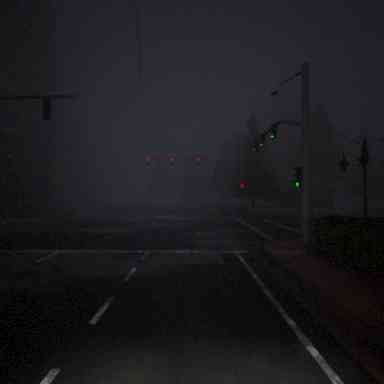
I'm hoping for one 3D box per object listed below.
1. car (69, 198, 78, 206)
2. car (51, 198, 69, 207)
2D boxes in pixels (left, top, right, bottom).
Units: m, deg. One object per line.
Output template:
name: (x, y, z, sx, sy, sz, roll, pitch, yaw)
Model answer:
car: (-25.992, 2.018, 69.329, 4.553, 1.767, 2.097, 0, -1, 31)
car: (-27.231, 2.131, 65.984, 4.892, 1.490, 1.837, 0, -1, 34)
